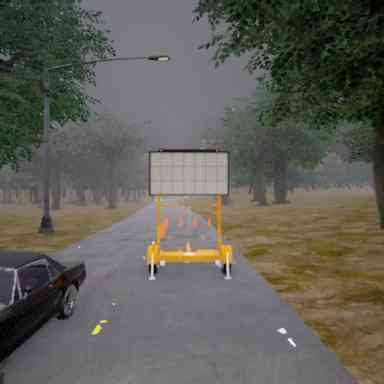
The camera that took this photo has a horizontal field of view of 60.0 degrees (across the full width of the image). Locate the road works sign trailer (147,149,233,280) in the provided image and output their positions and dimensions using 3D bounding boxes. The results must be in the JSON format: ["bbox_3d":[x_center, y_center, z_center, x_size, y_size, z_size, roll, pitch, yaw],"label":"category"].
[{"bbox_3d":[-0.087,0.509,10.127,2.380,3.560,2.880,0,0,-2],"label":"road works sign trailer"}]

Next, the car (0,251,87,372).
[{"bbox_3d":[-3.072,1.619,4.627,1.895,1.301,4.718,0,0,-1],"label":"car"}]

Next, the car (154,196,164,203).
[{"bbox_3d":[-8.486,1.843,85.067,2.150,2.045,5.566,0,-1,-5],"label":"car"}]
